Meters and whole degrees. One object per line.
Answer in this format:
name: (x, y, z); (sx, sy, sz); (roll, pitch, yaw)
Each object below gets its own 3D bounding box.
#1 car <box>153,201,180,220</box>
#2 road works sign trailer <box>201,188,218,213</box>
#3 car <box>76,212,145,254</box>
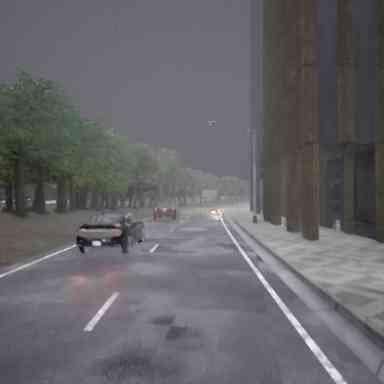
car: (-2.310, 1.679, 31.617); (2.097, 1.767, 4.553); (0, -1, 4)
road works sign trailer: (2.542, 1.254, 48.271); (2.380, 3.560, 2.880); (0, -2, 0)
car: (-3.159, 1.552, 13.695); (2.128, 1.511, 4.902); (0, 0, 2)
